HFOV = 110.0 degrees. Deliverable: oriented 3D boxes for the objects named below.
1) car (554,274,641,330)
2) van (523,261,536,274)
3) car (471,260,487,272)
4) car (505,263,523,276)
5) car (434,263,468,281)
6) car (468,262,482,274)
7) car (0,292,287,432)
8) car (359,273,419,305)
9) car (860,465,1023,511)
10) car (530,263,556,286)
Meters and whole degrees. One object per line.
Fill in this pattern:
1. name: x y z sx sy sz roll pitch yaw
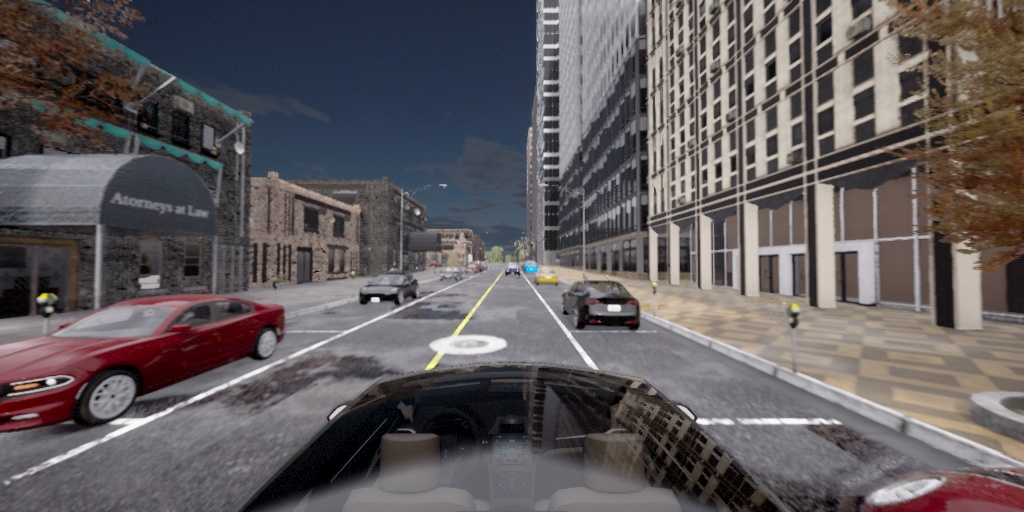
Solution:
1. car: 2.656 1.416 11.414 1.948 1.339 4.313 0 0 0
2. van: 2.650 1.599 50.921 1.690 1.789 3.998 0 0 0
3. car: -5.699 1.632 56.618 2.192 1.841 5.009 0 0 0
4. car: 0.095 1.805 45.692 1.895 1.301 4.718 0 -1 0
5. car: -5.695 1.634 34.043 2.007 1.370 4.403 0 0 0
6. car: -5.698 1.841 50.974 1.802 1.307 4.207 0 0 0
7. car: -5.691 1.337 5.824 1.888 1.381 4.507 0 0 0
8. car: -5.693 1.474 17.111 1.948 1.339 4.313 0 0 0
9. car: 2.658 1.174 0.126 1.967 1.591 4.097 0 0 0
10. car: 2.654 1.550 28.515 1.751 1.417 4.829 0 0 0
